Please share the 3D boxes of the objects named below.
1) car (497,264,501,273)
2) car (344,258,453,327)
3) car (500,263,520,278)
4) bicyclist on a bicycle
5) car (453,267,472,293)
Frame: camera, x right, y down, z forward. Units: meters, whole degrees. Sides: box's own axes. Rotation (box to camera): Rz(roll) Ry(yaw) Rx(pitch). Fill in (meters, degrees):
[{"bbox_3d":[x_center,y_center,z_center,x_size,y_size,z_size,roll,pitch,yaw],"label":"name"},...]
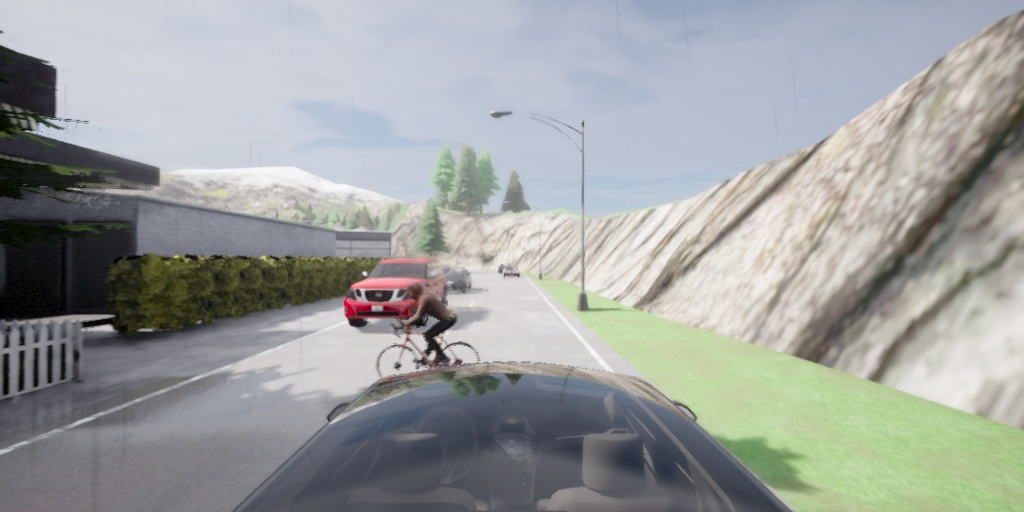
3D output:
[{"bbox_3d":[-0.988,1.765,50.919,2.128,1.511,4.902,0,-1,-8],"label":"car"},{"bbox_3d":[-3.629,1.085,12.350,2.150,2.045,5.566,0,-1,-1],"label":"car"},{"bbox_3d":[-0.081,1.768,40.904,1.895,1.301,4.718,0,-1,-2],"label":"car"},{"bbox_3d":[-1.335,1.247,5.650,1.656,1.620,0.582,-2,-1,0],"label":"bicyclist on a bicycle"},{"bbox_3d":[-3.647,1.466,22.841,2.128,1.511,4.902,0,-1,0],"label":"car"}]
